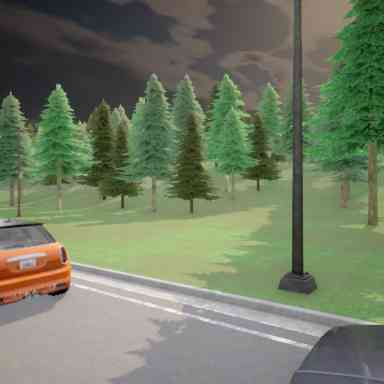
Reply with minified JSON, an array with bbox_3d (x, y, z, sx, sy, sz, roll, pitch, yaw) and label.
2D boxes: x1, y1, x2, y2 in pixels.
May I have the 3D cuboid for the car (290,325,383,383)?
[{"bbox_3d":[3.230,1.547,1.691,5.357,1.411,2.033,0,0,36],"label":"car"}]

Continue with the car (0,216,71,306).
[{"bbox_3d":[-4.764,1.351,7.391,4.553,1.767,2.097,0,0,36],"label":"car"}]
